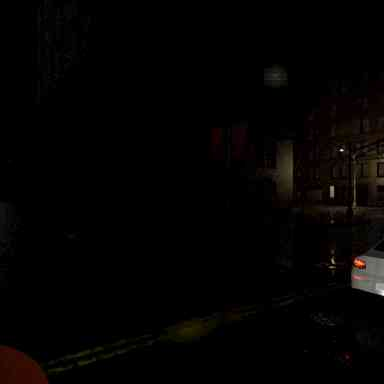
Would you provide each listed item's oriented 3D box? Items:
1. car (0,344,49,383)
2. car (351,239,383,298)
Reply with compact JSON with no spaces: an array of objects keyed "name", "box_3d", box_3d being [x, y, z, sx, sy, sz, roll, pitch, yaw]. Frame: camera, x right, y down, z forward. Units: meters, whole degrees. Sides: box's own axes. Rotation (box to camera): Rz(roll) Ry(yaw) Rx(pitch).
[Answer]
[{"name":"car","box_3d":[-3.161,1.477,1.190,5.008,1.535,1.882,0,0,-35]},{"name":"car","box_3d":[5.271,1.528,7.195,4.674,1.442,1.812,0,0,-35]}]
